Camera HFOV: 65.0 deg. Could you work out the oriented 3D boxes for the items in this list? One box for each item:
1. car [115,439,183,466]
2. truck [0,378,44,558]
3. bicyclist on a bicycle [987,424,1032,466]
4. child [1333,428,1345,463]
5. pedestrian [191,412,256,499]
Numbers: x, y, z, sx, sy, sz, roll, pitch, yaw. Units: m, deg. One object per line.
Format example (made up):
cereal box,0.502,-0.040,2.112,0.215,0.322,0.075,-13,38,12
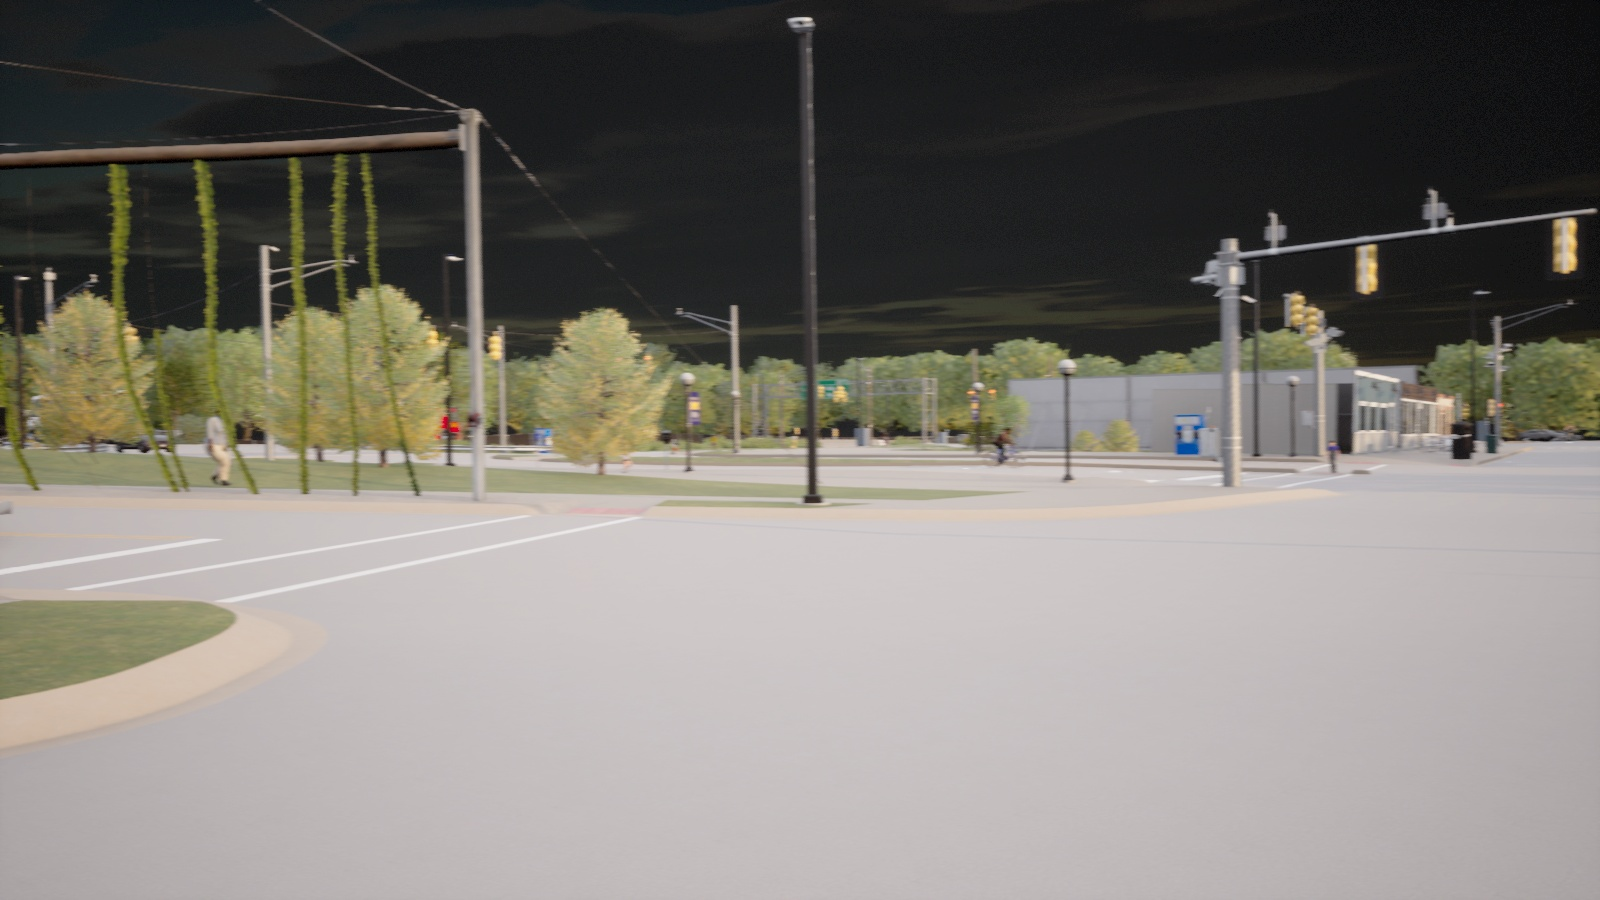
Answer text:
car,-37.989,0.142,73.274,4.193,1.474,1.816,-1,0,37
truck,-13.636,0.276,17.068,5.204,2.467,2.627,0,2,8
bicyclist on a bicycle,8.261,-0.215,49.534,1.656,1.620,0.582,0,2,30
child,19.740,-0.150,45.985,0.270,1.263,0.437,-1,2,35
pedestrian,-12.610,0.116,27.489,0.900,1.855,0.874,-2,1,9
